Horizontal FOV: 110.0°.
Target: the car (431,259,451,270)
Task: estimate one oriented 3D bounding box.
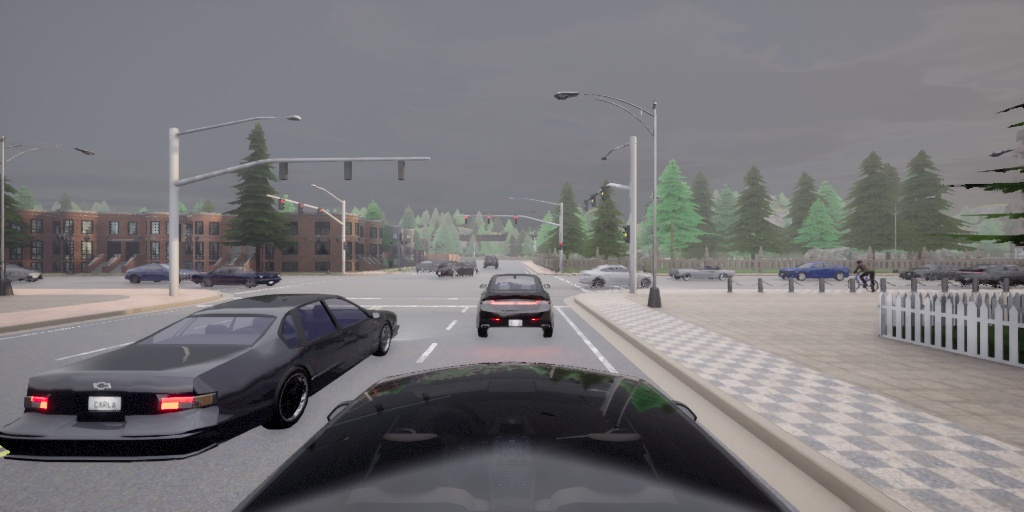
[{"bbox_3d":[-10.554,1.241,53.651,2.128,1.511,4.902,0,0,0],"label":"car"}]

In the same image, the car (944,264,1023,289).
[{"bbox_3d":[30.956,1.241,22.459,4.902,1.511,2.128,0,0,0],"label":"car"}]

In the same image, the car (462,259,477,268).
[{"bbox_3d":[-7.021,1.255,59.944,1.837,1.490,4.892,0,0,0],"label":"car"}]

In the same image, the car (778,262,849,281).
[{"bbox_3d":[24.872,1.228,29.664,5.008,1.535,1.882,0,0,0],"label":"car"}]

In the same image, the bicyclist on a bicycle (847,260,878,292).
[{"bbox_3d":[18.260,1.052,18.693,0.582,1.620,1.656,0,0,0],"label":"bicyclist on a bicycle"}]

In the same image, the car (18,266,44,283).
[{"bbox_3d":[-37.085,1.239,25.723,4.902,1.511,2.128,0,0,-8],"label":"car"}]

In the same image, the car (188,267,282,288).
[{"bbox_3d":[-17.303,1.351,22.714,4.718,1.301,1.895,0,0,5],"label":"car"}]

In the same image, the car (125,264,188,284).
[{"bbox_3d":[-25.537,1.276,26.341,4.674,1.442,1.812,0,0,-1],"label":"car"}]

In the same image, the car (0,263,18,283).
[{"bbox_3d":[-35.746,0.971,22.476,5.566,2.045,2.150,0,0,-7],"label":"car"}]

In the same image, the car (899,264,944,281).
[{"bbox_3d":[34.847,1.314,29.636,4.181,1.385,1.994,0,0,1],"label":"car"}]

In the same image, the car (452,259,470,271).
[{"bbox_3d":[-7.063,1.255,49.960,1.837,1.490,4.892,0,0,0],"label":"car"}]

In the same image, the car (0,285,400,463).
[{"bbox_3d":[-3.434,1.297,5.552,2.033,1.411,5.357,0,0,1],"label":"car"}]

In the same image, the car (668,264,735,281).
[{"bbox_3d":[15.581,1.351,29.681,4.718,1.301,1.895,0,0,0],"label":"car"}]

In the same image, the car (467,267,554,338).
[{"bbox_3d":[0.087,1.242,10.217,2.128,1.511,4.902,0,0,0],"label":"car"}]

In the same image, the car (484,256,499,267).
[{"bbox_3d":[-3.360,0.971,58.662,2.150,2.045,5.566,0,0,0],"label":"car"}]

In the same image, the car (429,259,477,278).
[{"bbox_3d":[-5.118,1.255,33.590,1.837,1.490,4.892,2,1,31],"label":"car"}]

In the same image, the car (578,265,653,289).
[{"bbox_3d":[6.547,1.276,22.521,4.674,1.442,1.812,0,0,0],"label":"car"}]

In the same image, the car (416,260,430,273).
[{"bbox_3d":[-10.557,1.276,44.543,1.812,1.442,4.674,0,0,0],"label":"car"}]
